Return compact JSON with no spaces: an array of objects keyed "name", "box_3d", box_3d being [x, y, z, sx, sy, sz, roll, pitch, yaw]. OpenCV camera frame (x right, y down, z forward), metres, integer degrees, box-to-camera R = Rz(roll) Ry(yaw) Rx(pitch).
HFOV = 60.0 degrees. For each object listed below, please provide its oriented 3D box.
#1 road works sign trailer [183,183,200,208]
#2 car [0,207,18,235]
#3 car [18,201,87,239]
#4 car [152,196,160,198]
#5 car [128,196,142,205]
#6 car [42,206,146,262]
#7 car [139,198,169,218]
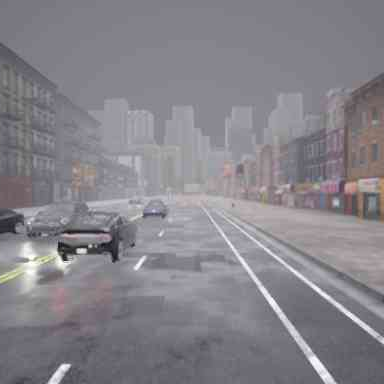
[{"name":"road works sign trailer","box_3d":[-0.012,0.427,46.294,2.380,3.560,2.880,0,0,0]},{"name":"car","box_3d":[-9.854,1.450,15.727,1.882,1.535,5.008,0,0,0]},{"name":"car","box_3d":[-6.603,1.323,17.142,2.097,1.767,4.553,0,0,0]},{"name":"car","box_3d":[-6.547,1.500,59.781,1.812,1.442,4.674,0,0,1]},{"name":"car","box_3d":[-9.806,1.499,58.191,1.812,1.442,4.674,0,0,1]},{"name":"car","box_3d":[-3.154,1.471,11.936,2.128,1.511,4.902,0,0,0]},{"name":"car","box_3d":[-3.158,1.523,29.559,1.994,1.385,4.181,0,0,0]}]
